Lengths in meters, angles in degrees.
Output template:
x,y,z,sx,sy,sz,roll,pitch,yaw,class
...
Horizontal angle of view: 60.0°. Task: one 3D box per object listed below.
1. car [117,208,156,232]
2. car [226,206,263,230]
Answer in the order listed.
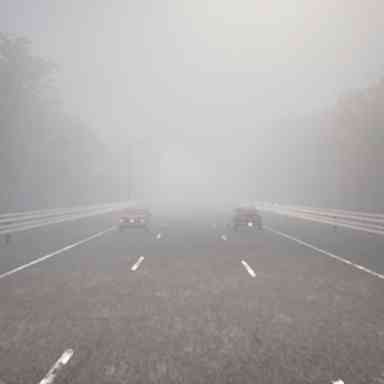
x,y,z,sx,sy,sz,roll,pitch,yaw,class
-3.495,1.742,21.667,2.033,1.411,5.357,0,-1,0,car
3.495,1.709,22.528,1.837,1.490,4.892,0,0,0,car
